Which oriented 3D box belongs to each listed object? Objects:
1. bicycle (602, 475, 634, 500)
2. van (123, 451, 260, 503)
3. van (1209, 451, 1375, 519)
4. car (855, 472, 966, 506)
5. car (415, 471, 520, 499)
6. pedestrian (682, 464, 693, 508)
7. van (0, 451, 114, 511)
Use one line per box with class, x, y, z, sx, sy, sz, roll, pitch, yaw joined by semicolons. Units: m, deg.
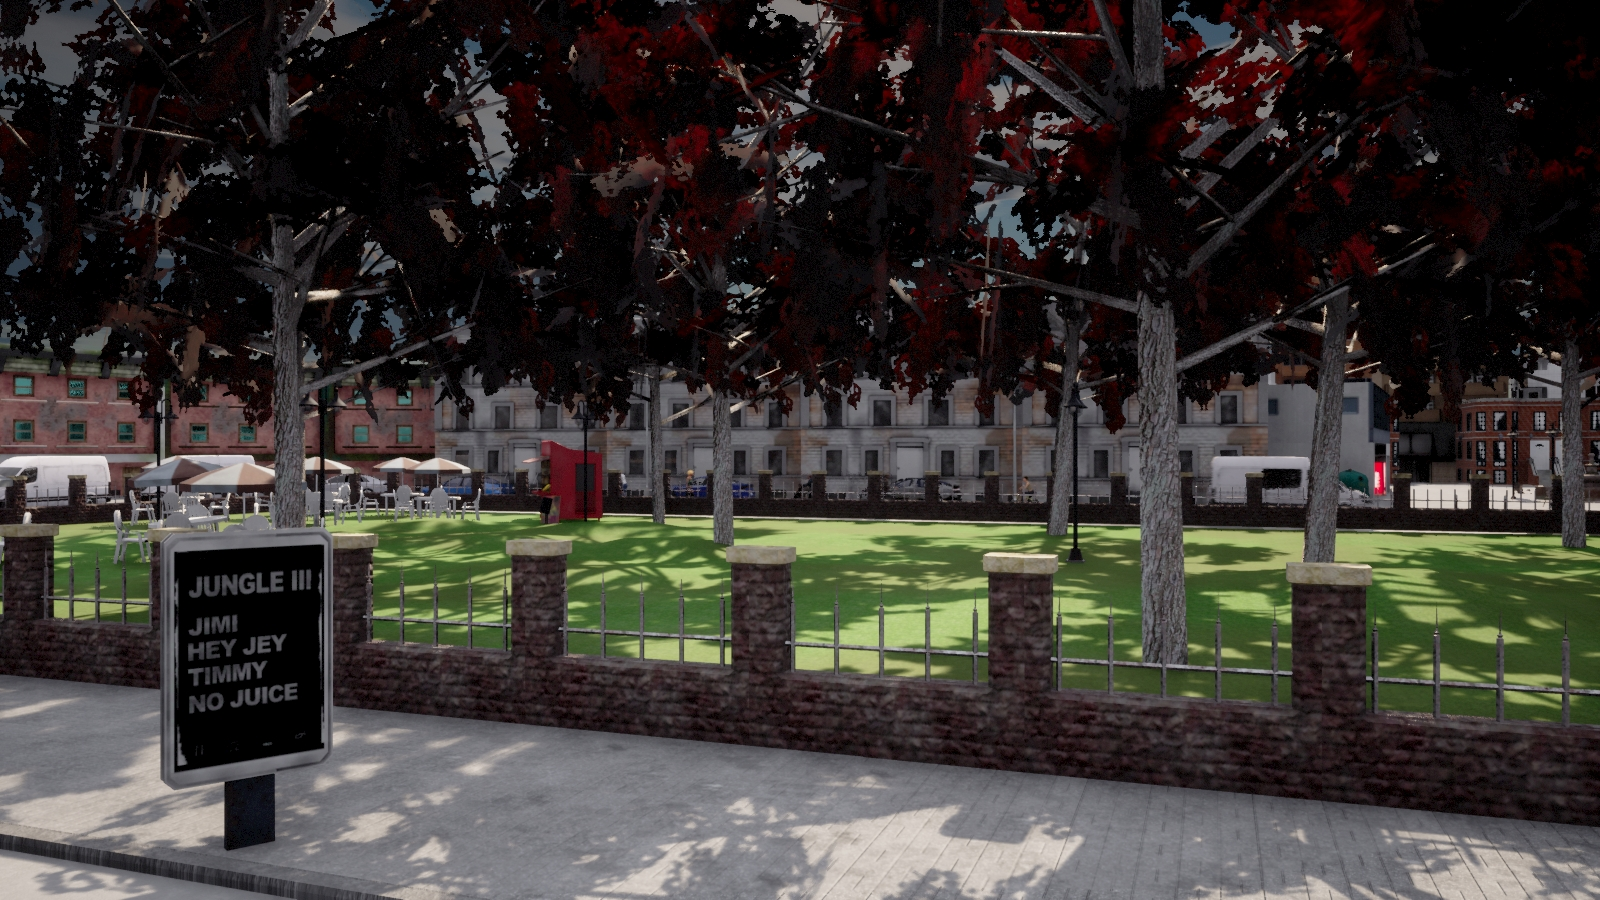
bicycle;-9.502;1.948;59.688;1.643;1.296;0.373;0;0;20
van;-31.314;1.336;58.944;1.988;2.561;5.915;0;0;41
van;19.253;1.314;45.029;5.915;2.561;1.988;0;0;20
car;5.260;1.833;54.337;4.902;1.511;2.128;0;0;20
car;-18.262;1.902;62.828;5.357;1.411;2.033;0;0;19
pedestrian;-4.802;1.533;48.954;0.375;1.860;0.375;0;0;11
van;-34.456;1.334;51.696;1.988;2.561;5.915;0;0;21
